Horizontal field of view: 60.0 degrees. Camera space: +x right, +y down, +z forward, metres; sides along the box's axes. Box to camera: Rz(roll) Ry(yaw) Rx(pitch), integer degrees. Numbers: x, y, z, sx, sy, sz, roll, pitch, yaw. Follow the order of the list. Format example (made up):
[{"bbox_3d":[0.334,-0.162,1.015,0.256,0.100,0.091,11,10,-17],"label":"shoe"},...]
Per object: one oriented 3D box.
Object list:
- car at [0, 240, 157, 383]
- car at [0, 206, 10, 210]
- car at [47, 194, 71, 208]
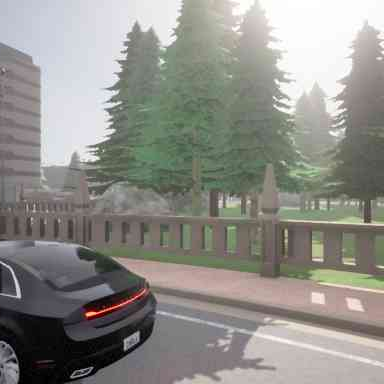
[{"bbox_3d":[-2.847,1.505,5.067,4.892,1.490,1.837,0,0,28],"label":"car"},{"bbox_3d":[-23.248,1.603,37.259,2.033,1.411,5.357,0,0,21],"label":"car"},{"bbox_3d":[-18.645,1.274,48.895,2.150,2.045,5.566,0,0,21],"label":"car"}]
